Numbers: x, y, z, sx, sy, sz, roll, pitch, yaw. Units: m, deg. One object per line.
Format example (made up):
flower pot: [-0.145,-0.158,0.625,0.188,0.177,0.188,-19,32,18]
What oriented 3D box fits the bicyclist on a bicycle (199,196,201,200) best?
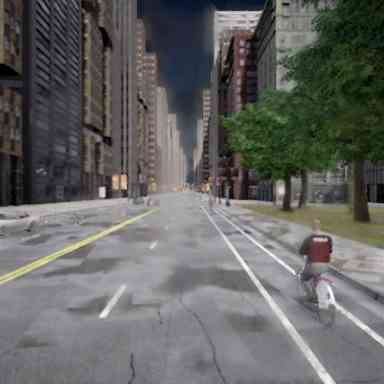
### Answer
bicyclist on a bicycle: [2.286,1.767,93.991,0.582,1.620,1.656,0,0,0]

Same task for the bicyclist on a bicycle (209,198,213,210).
bicyclist on a bicycle: [2.274,1.551,39.919,0.582,1.620,1.656,0,0,0]

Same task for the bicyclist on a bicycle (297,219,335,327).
bicyclist on a bicycle: [2.238,1.382,6.176,0.659,1.776,1.843,0,0,0]

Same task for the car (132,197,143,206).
car: [-9.736,1.747,60.945,1.837,1.490,4.892,0,0,0]

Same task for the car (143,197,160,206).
car: [-6.530,1.659,56.366,2.128,1.511,4.902,0,0,0]

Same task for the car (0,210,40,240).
car: [-9.848,1.634,17.324,1.895,1.301,4.718,0,0,0]
